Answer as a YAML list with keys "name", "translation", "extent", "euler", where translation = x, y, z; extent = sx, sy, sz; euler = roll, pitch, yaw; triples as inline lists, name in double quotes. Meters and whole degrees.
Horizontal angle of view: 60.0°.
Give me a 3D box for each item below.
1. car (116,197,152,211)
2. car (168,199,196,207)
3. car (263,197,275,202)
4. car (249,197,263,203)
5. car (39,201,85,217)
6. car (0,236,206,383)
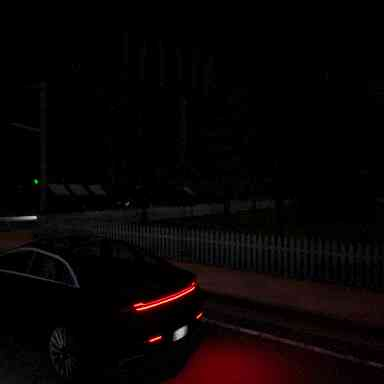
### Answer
- name: "car"
  translation: [-6.937, 1.352, 39.878]
  extent: [2.097, 1.767, 4.553]
  euler: [0, 0, 34]
- name: "car"
  translation: [-1.376, 1.601, 48.097]
  extent: [1.895, 1.301, 4.718]
  euler: [0, 0, 34]
- name: "car"
  translation: [15.238, 1.547, 59.874]
  extent: [2.033, 1.411, 5.357]
  euler: [0, 0, 34]
- name: "car"
  translation: [12.360, 1.601, 61.861]
  extent: [1.895, 1.301, 4.718]
  euler: [0, 0, 34]
- name: "car"
  translation: [-12.356, 1.564, 31.856]
  extent: [1.994, 1.385, 4.181]
  euler: [0, 0, 34]
- name: "car"
  translation: [-2.104, 1.491, 5.443]
  extent: [4.902, 1.511, 2.128]
  euler: [0, 0, 36]
